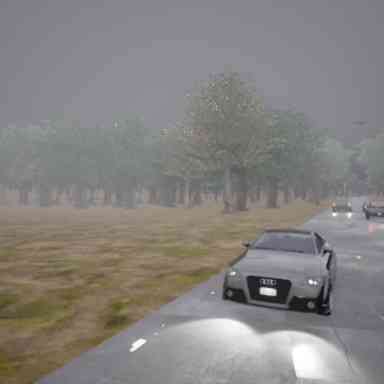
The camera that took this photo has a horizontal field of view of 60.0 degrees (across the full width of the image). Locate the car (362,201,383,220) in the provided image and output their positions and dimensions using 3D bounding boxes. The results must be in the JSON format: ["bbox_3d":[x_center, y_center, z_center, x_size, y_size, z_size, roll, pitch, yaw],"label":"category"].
[{"bbox_3d":[15.945,1.559,28.581,2.128,1.511,4.902,0,0,26],"label":"car"}]

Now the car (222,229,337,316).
[{"bbox_3d":[2.209,1.577,7.655,1.994,1.385,4.181,0,0,26],"label":"car"}]

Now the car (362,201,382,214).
[{"bbox_3d":[20.646,1.699,38.225,1.895,1.301,4.718,0,0,27],"label":"car"}]

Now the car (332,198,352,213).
[{"bbox_3d":[17.581,1.445,38.907,2.097,1.767,4.553,0,0,26],"label":"car"}]
